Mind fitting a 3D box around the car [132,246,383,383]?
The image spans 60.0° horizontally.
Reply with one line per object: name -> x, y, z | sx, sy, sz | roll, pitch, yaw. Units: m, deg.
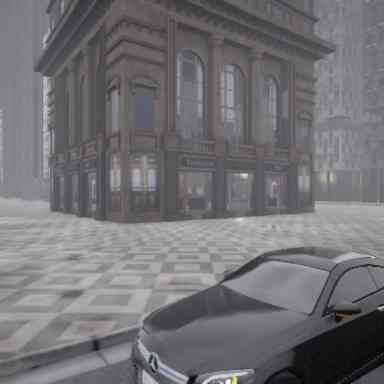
car -> 1.508, 1.529, 4.453 | 4.674, 1.442, 1.812 | 0, 0, -35
